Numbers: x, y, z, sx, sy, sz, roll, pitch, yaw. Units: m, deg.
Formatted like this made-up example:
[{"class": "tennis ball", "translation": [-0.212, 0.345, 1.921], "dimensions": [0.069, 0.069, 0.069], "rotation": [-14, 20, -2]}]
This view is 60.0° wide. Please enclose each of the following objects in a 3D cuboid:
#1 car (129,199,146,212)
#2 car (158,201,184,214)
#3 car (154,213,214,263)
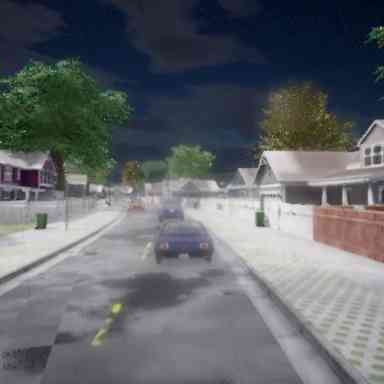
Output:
[{"class": "car", "translation": [-7.284, 1.704, 44.026], "dimensions": [2.097, 1.767, 4.553], "rotation": [0, 0, -11]}, {"class": "car", "translation": [-1.873, 1.578, 28.869], "dimensions": [2.097, 1.767, 4.553], "rotation": [0, 0, -7]}, {"class": "car", "translation": [-0.353, 1.696, 12.410], "dimensions": [1.895, 1.301, 4.718], "rotation": [0, 0, -3]}]
